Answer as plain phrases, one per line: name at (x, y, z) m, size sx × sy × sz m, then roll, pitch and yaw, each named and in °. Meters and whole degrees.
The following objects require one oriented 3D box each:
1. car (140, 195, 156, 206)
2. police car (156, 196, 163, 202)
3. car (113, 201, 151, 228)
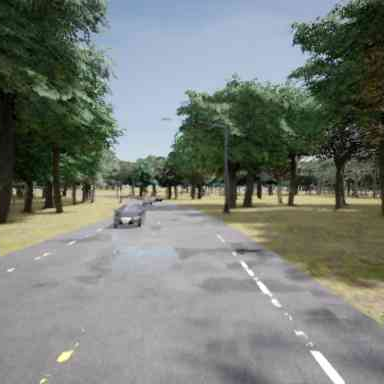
car at (-8.491, 1.868, 63.833) m, size 2.128 × 1.511 × 4.902 m, roll 0°, pitch 0°, yaw -8°
police car at (-9.378, 1.969, 92.521) m, size 1.930 × 1.638 × 5.238 m, roll 0°, pitch 0°, yaw -13°
car at (-4.266, 1.615, 23.188) m, size 2.128 × 1.511 × 4.902 m, roll 0°, pitch 0°, yaw -3°
